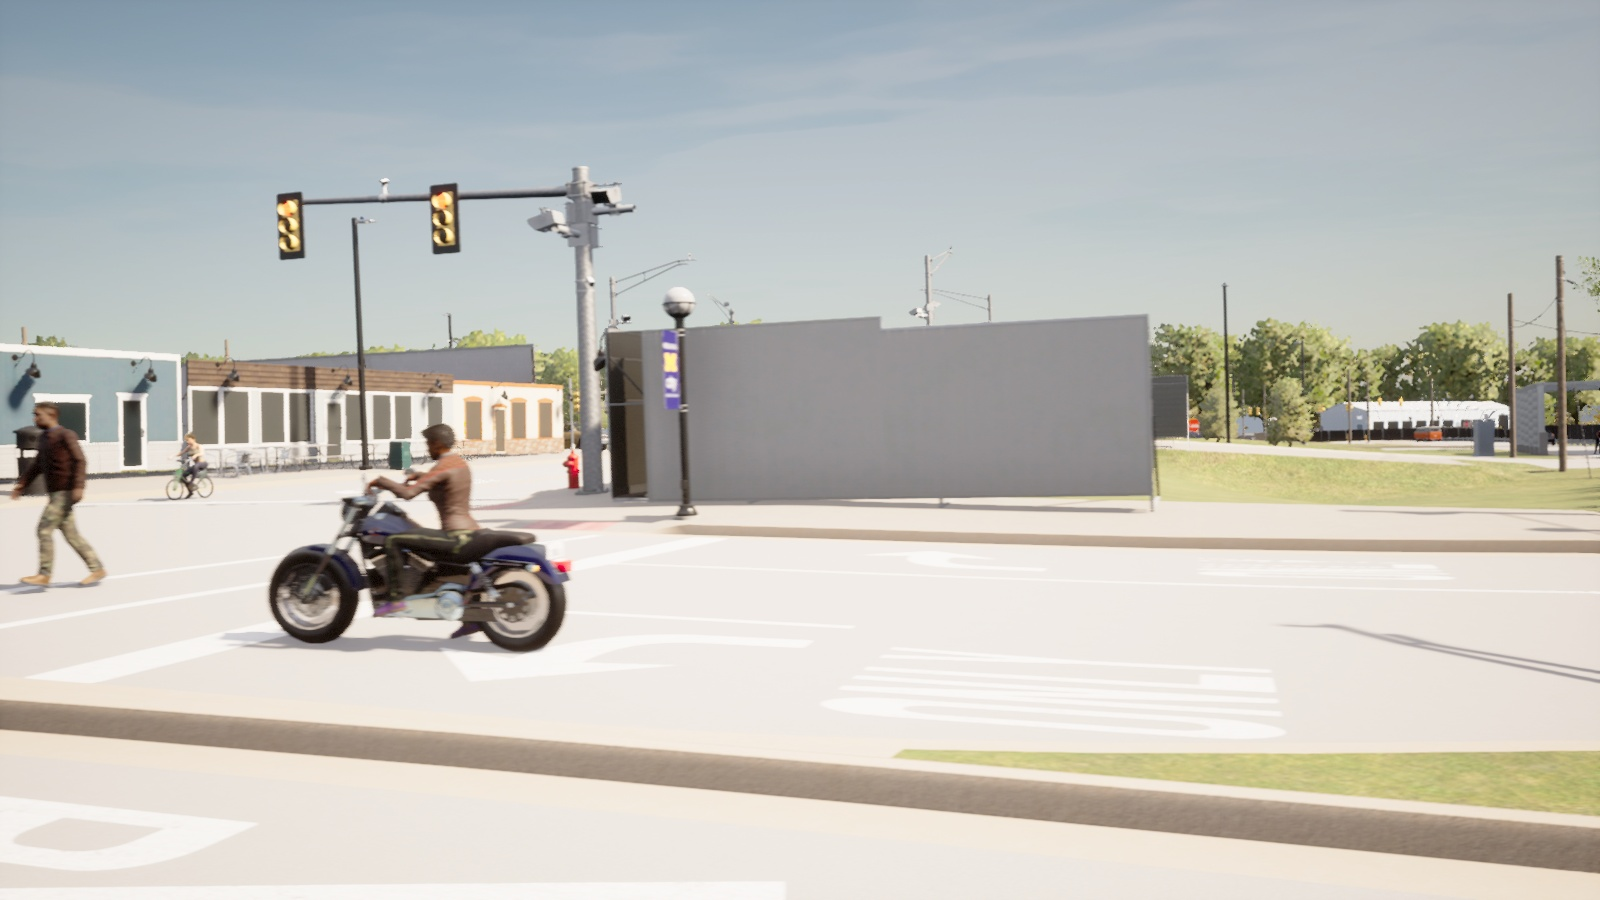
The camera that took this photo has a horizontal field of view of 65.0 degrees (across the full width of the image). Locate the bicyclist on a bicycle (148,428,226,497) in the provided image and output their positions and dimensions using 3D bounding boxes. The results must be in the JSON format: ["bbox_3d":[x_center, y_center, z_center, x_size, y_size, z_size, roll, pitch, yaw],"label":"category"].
[{"bbox_3d":[-14.973,0.297,30.696,0.866,1.612,1.509,-1,1,18],"label":"bicyclist on a bicycle"}]

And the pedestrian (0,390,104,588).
[{"bbox_3d":[-7.203,0.353,12.086,0.431,1.840,0.703,0,2,37],"label":"pedestrian"}]

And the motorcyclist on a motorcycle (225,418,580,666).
[{"bbox_3d":[-2.830,0.598,9.005,2.350,1.649,0.766,1,2,13],"label":"motorcyclist on a motorcycle"}]

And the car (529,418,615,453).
[{"bbox_3d":[-13.440,-0.849,73.999,4.605,1.855,1.932,-1,2,21],"label":"car"}]
